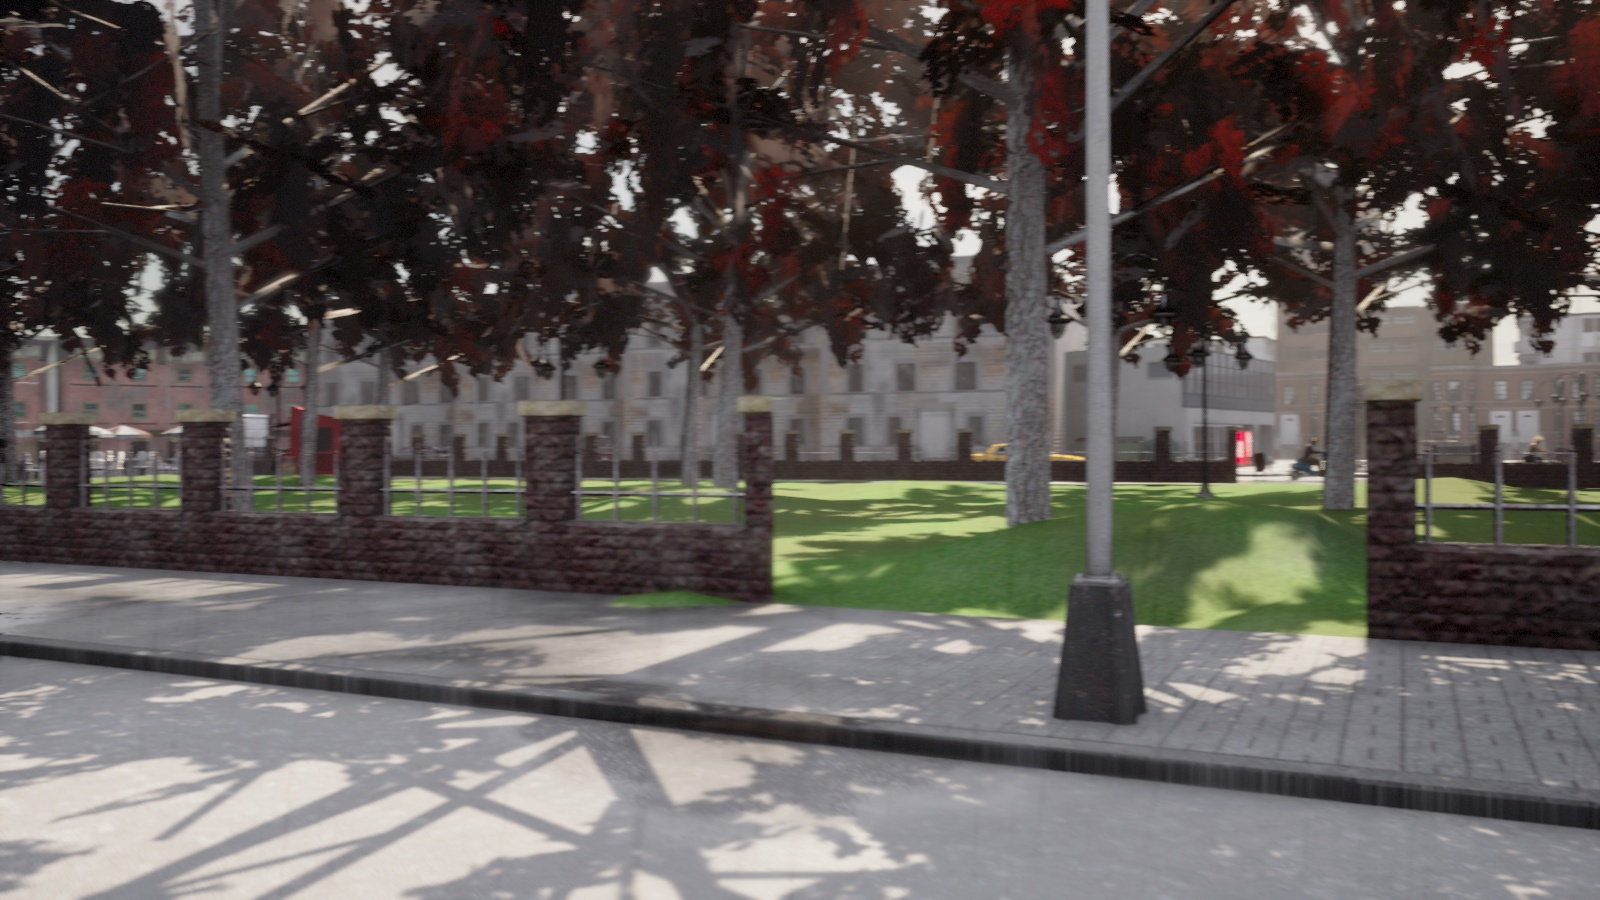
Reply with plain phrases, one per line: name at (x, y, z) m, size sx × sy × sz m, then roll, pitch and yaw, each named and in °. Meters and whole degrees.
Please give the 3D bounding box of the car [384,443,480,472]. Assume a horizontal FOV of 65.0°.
car at (-20.163, 0.393, 68.720) m, size 4.902 × 1.511 × 2.128 m, roll 0°, pitch 0°, yaw 26°

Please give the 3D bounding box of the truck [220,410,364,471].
truck at (-29.552, -0.532, 73.067) m, size 7.936 × 3.462 × 2.891 m, roll 0°, pitch 0°, yaw 22°

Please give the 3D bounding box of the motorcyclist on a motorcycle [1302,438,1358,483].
motorcyclist on a motorcycle at (19.025, 0.370, 45.077) m, size 1.817 × 1.590 × 0.866 m, roll 0°, pitch 1°, yaw 26°

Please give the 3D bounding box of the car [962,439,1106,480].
car at (9.271, 0.366, 49.862) m, size 5.366 × 1.575 × 1.801 m, roll 0°, pitch 0°, yaw 26°

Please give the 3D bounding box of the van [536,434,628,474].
van at (-11.158, 0.179, 64.314) m, size 4.442 × 1.987 × 1.775 m, roll 0°, pitch 0°, yaw 26°
